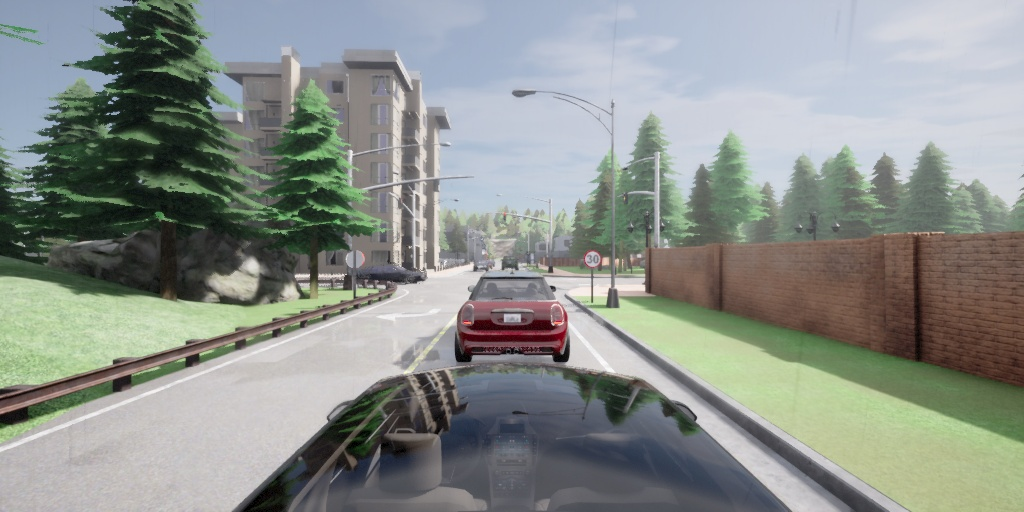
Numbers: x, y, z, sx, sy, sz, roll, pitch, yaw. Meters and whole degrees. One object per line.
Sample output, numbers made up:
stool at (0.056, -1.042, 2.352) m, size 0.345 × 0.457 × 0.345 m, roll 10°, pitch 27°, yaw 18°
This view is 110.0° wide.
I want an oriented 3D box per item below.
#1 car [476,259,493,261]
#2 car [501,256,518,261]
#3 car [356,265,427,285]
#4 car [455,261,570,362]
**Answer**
car at (-3.982, 1.241, 46.675) m, size 2.128 × 1.511 × 4.902 m, roll 0°, pitch 0°, yaw -1°
car at (-0.301, 0.971, 49.847) m, size 2.150 × 2.045 × 5.566 m, roll 0°, pitch 0°, yaw -1°
car at (-8.772, 1.310, 25.338) m, size 5.357 × 1.411 × 2.033 m, roll 0°, pitch 0°, yaw -6°
car at (0.005, 1.102, 8.354) m, size 2.097 × 1.767 × 4.553 m, roll 0°, pitch 0°, yaw 0°
